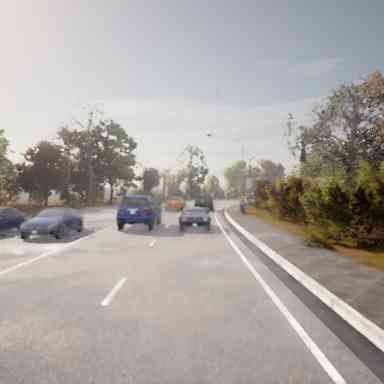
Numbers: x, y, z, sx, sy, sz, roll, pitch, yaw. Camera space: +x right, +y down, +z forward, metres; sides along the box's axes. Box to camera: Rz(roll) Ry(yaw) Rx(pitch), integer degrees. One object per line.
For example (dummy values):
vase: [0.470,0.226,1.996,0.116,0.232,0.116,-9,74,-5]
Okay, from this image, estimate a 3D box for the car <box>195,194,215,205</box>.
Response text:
car: [1.609,1.250,42.191,2.150,2.045,5.566,0,0,7]

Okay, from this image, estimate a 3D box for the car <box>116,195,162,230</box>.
car: [-3.279,1.228,21.400,2.150,2.045,5.566,0,0,1]

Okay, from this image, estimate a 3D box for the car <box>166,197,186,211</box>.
car: [-1.932,1.376,41.842,2.097,1.767,4.553,0,0,6]

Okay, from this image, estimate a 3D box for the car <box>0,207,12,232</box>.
car: [-10.522,1.526,17.753,1.812,1.442,4.674,0,0,1]

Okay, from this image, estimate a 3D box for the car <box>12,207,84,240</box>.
car: [-7.029,1.526,17.221,1.812,1.442,4.674,0,0,1]

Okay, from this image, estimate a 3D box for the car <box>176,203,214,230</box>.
car: [0.214,1.606,21.305,1.895,1.301,4.718,0,0,1]
